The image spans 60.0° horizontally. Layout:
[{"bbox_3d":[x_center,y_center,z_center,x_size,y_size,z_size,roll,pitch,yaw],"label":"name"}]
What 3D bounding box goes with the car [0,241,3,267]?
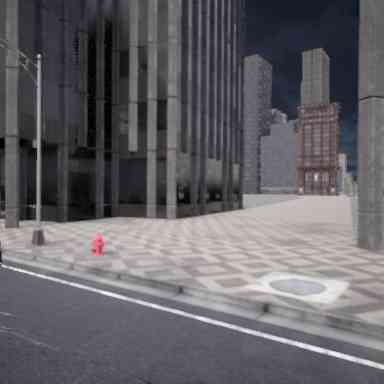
[{"bbox_3d":[-6.978,1.487,8.963,4.902,1.511,2.128,0,0,36],"label":"car"}]
